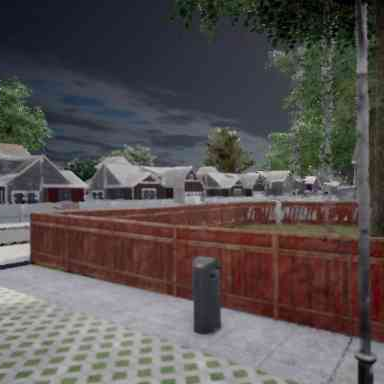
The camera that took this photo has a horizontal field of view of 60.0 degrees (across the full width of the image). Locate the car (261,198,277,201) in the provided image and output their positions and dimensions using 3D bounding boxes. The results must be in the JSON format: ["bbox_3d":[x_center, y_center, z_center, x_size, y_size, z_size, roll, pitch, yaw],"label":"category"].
[{"bbox_3d":[11.245,1.579,48.850,1.994,1.385,4.181,-1,0,36],"label":"car"}]
